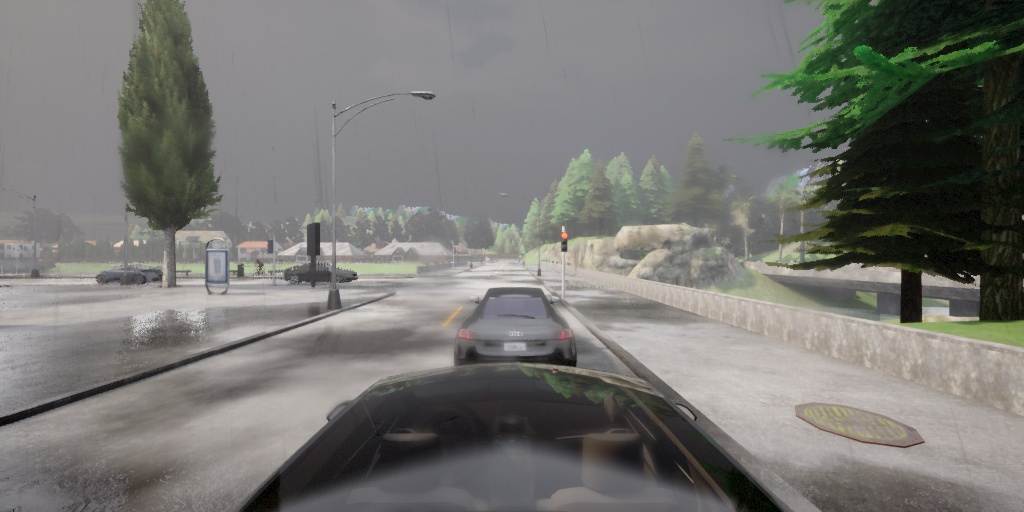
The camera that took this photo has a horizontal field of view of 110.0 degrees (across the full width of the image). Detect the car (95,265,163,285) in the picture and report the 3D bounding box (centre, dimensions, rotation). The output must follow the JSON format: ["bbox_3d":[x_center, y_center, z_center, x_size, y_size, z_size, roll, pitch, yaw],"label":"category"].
[{"bbox_3d":[-26.956,1.312,25.733,4.181,1.385,1.994,0,0,0],"label":"car"}]

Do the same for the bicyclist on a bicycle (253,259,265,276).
[{"bbox_3d":[-24.100,1.099,34.130,0.582,1.620,1.656,0,0,0],"label":"bicyclist on a bicycle"}]

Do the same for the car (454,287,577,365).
[{"bbox_3d":[0.063,1.314,7.307,1.994,1.385,4.181,0,0,0],"label":"car"}]

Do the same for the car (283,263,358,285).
[{"bbox_3d":[-13.635,1.255,25.704,4.892,1.490,1.837,0,0,0],"label":"car"}]
